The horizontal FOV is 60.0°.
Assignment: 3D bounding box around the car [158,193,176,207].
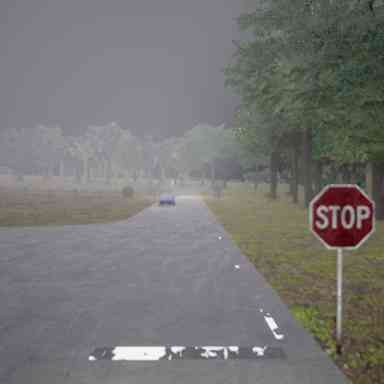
[{"bbox_3d":[-2.882,0.842,39.015,1.882,1.535,5.008,0,2,0],"label":"car"}]
